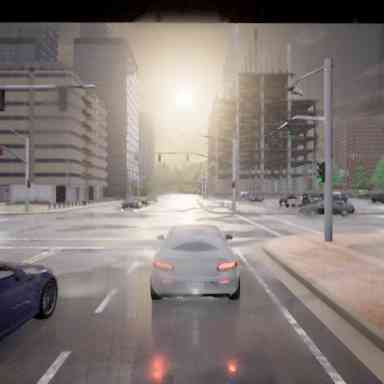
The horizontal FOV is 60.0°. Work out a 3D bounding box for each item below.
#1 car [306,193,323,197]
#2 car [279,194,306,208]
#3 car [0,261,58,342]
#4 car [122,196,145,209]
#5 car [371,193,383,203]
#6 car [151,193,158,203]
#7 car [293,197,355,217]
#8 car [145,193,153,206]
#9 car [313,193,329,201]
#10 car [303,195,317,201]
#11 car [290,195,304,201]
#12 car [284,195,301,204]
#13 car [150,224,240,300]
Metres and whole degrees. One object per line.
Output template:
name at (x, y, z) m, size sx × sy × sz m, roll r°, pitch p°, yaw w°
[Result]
car at (15.956, 1.140, 44.268) m, size 1.905 × 1.878 × 3.866 m, roll 0°, pitch 0°, yaw 0°
car at (13.061, 1.137, 44.309) m, size 1.932 × 1.855 × 4.605 m, roll 0°, pitch 0°, yaw 0°
car at (-3.442, 1.524, 4.387) m, size 1.812 × 1.442 × 4.674 m, roll 0°, pitch 0°, yaw 0°
car at (-8.090, 1.335, 44.850) m, size 2.097 × 1.767 × 4.553 m, roll 0°, pitch 0°, yaw 0°
car at (35.474, 1.130, 61.920) m, size 1.932 × 1.855 × 4.605 m, roll 0°, pitch 0°, yaw 0°
car at (-8.198, 1.198, 68.089) m, size 2.150 × 2.045 × 5.566 m, roll 0°, pitch 0°, yaw 0°
car at (12.096, 1.480, 30.074) m, size 4.902 × 1.511 × 2.128 m, roll 0°, pitch 0°, yaw 0°
car at (-8.168, 1.457, 55.300) m, size 1.882 × 1.535 × 5.008 m, roll 0°, pitch 0°, yaw 0°
car at (29.850, 1.125, 76.955) m, size 1.932 × 1.855 × 4.605 m, roll 0°, pitch 0°, yaw 0°
car at (27.167, 1.335, 76.891) m, size 1.784 × 1.438 × 3.905 m, roll 0°, pitch 0°, yaw 0°
car at (24.272, 1.367, 76.878) m, size 1.970 × 1.475 × 3.806 m, roll 0°, pitch 0°, yaw 0°
car at (18.577, 1.372, 61.748) m, size 1.970 × 1.475 × 3.806 m, roll 0°, pitch 0°, yaw 0°
car at (0.070, 1.523, 8.262) m, size 1.812 × 1.442 × 4.674 m, roll 0°, pitch 0°, yaw 0°
